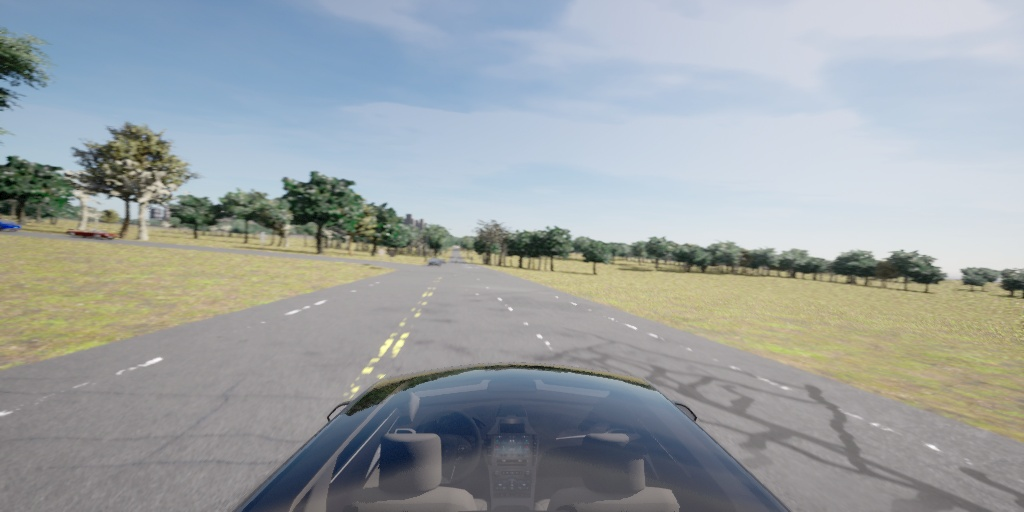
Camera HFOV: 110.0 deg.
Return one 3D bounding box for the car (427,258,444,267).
[{"bbox_3d":[-12.281,0.989,56.892,1.812,1.442,4.674,6,-2,-9],"label":"car"}]
